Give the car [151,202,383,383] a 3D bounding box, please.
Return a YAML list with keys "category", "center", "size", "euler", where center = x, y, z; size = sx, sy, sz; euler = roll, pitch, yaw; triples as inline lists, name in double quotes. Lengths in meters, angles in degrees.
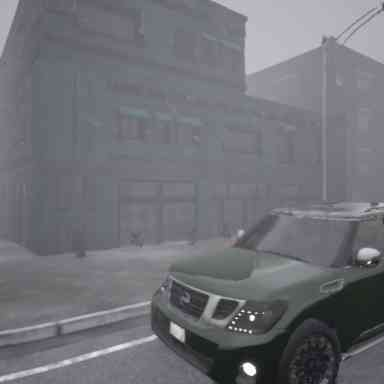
- category: "car"
  center: [2.141, 1.221, 5.281]
  size: [5.566, 2.045, 2.150]
  euler: [0, 0, -33]
